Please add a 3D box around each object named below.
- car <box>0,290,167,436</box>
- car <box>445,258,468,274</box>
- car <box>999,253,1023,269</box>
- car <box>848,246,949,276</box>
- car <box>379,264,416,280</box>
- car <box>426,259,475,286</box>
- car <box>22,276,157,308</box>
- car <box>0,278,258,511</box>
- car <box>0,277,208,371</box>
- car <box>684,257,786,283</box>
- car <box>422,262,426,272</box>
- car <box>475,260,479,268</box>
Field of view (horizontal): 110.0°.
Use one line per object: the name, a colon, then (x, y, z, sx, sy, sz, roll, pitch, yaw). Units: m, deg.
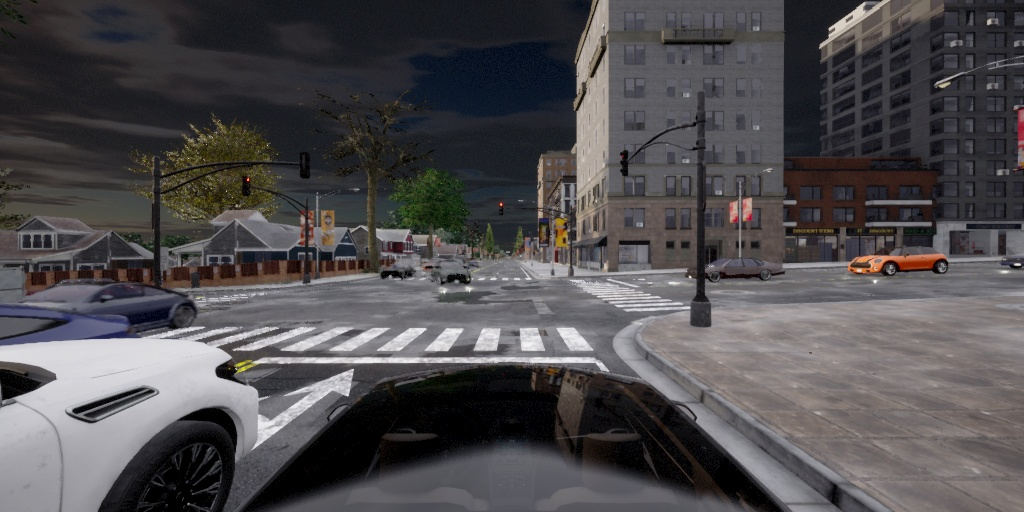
car: (-6.597, 1.275, 3.583, 1.812, 1.442, 4.674, 0, 0, 0)
car: (-6.630, 1.127, 43.405, 2.097, 1.767, 4.553, 0, 0, 0)
car: (33.568, 0.038, 21.934, 5.357, 1.411, 2.033, -2, 0, 0)
car: (23.428, 0.218, 21.902, 4.553, 1.767, 2.097, -2, 0, 0)
car: (-9.873, 1.364, 31.306, 1.895, 1.301, 4.718, 0, 0, 0)
car: (-4.504, 1.117, 25.775, 2.097, 1.767, 4.553, 0, 0, -23)
car: (-21.637, 1.806, 18.517, 4.718, 1.301, 1.895, -2, 0, 0)
car: (-3.146, 0.972, 0.537, 2.150, 2.045, 5.566, 0, 0, 0)
car: (-9.855, 1.313, 8.363, 1.994, 1.385, 4.181, 0, 0, 0)
car: (13.509, 0.793, 21.871, 5.357, 1.411, 2.033, -2, 0, 0)
car: (-9.882, 1.130, 45.394, 2.097, 1.767, 4.553, 0, 0, 0)
car: (-6.627, 1.382, 60.476, 1.994, 1.385, 4.181, 0, 0, 0)
